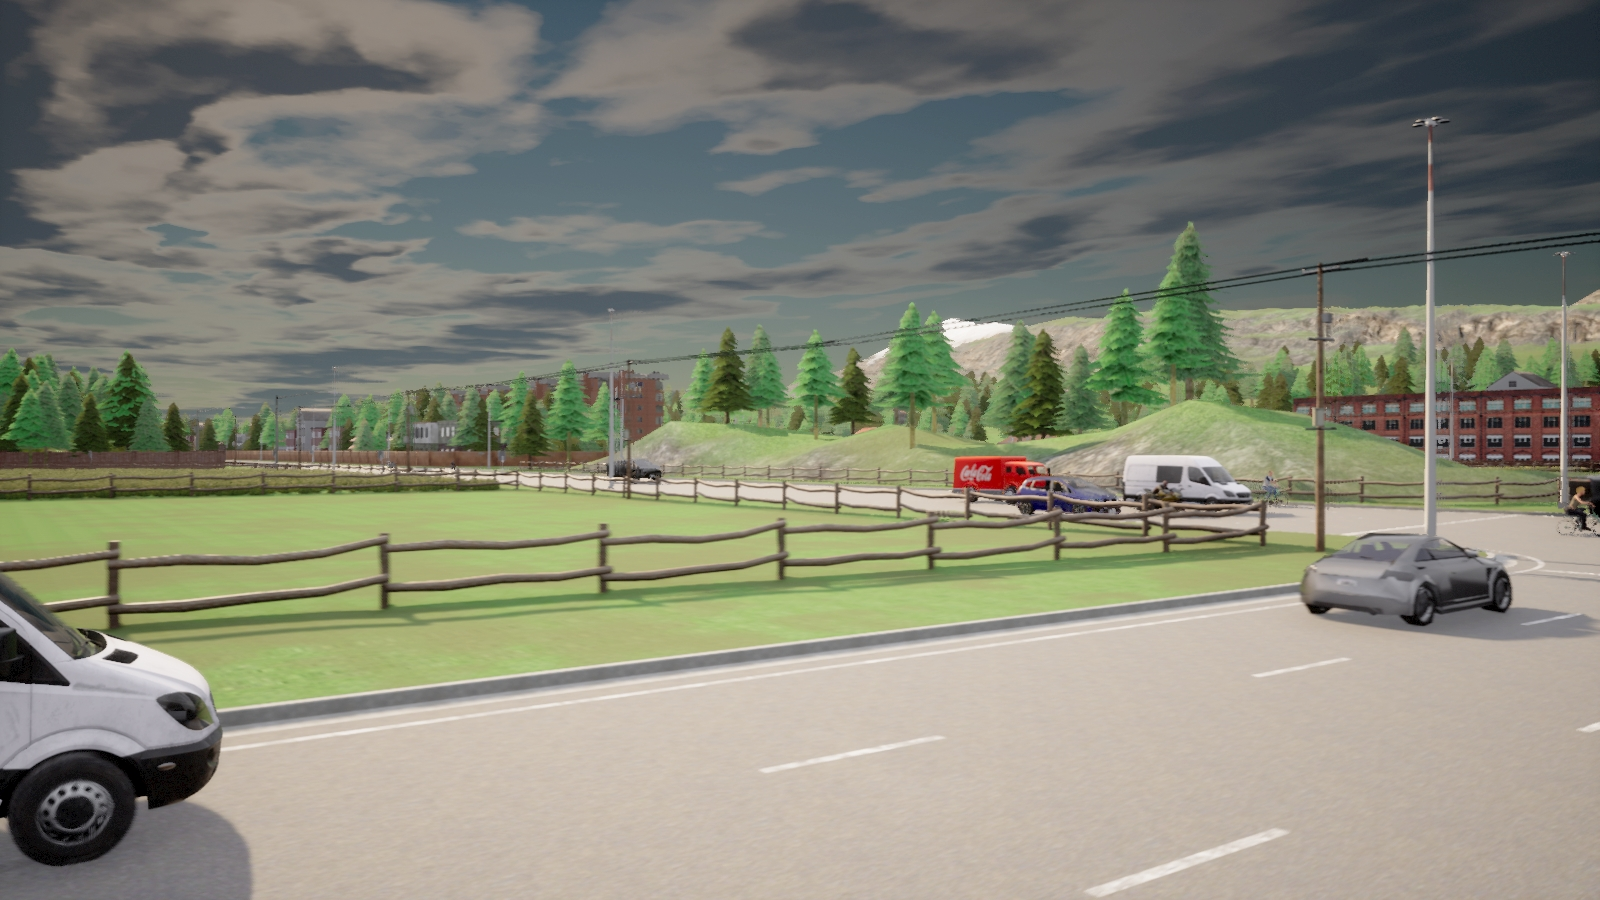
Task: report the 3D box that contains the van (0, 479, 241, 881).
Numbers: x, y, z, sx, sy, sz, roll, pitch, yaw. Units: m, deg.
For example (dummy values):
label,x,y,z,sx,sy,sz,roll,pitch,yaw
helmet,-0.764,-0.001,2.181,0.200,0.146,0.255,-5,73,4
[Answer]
label,x,y,z,sx,sy,sz,roll,pitch,yaw
van,-7.048,1.534,7.406,5.915,2.561,1.988,0,0,-35

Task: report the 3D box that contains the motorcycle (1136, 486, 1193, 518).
label,x,y,z,sx,sy,sz,roll,pitch,yaw
motorcycle,15.478,2.205,48.562,0.867,1.251,2.209,0,0,-36

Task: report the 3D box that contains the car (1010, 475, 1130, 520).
label,x,y,z,sx,sy,sz,roll,pitch,yaw
car,11.356,1.966,48.301,2.242,1.667,4.611,0,0,-36

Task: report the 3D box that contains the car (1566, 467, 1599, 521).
label,x,y,z,sx,sy,sz,roll,pitch,yaw
car,34.409,1.754,45.320,6.274,2.098,2.390,0,0,13

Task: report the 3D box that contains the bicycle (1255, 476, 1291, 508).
label,x,y,z,sx,sy,sz,roll,pitch,yaw
bicycle,23.132,2.056,55.908,0.373,1.496,1.643,0,0,-36

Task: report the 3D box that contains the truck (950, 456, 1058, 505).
label,x,y,z,sx,sy,sz,roll,pitch,yaw
truck,10.784,1.571,60.772,2.627,2.467,5.204,0,0,-38

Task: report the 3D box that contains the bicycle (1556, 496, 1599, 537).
label,x,y,z,sx,sy,sz,roll,pitch,yaw
bicycle,25.438,2.158,37.086,1.487,1.276,0.859,0,-2,32

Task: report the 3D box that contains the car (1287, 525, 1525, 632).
label,x,y,z,sx,sy,sz,roll,pitch,yaw
car,10.500,2.119,19.714,4.181,1.385,1.994,0,0,-36

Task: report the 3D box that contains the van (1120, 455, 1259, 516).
label,x,y,z,sx,sy,sz,roll,pitch,yaw
van,17.518,1.534,51.712,1.988,2.561,5.915,0,0,-36
